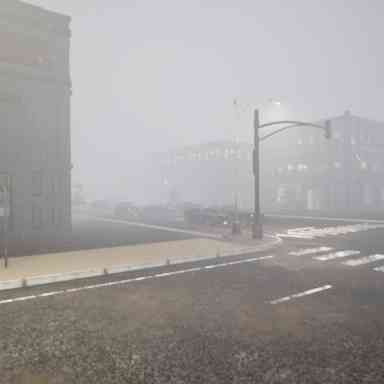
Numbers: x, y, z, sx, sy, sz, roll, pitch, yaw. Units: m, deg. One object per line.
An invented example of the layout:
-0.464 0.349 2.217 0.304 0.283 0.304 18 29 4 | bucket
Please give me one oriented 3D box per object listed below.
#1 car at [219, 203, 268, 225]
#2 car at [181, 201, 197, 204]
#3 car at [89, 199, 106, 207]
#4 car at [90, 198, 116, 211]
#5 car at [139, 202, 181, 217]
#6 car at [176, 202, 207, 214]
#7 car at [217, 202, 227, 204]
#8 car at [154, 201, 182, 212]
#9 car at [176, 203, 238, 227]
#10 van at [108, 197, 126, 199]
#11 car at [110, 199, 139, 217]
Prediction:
3.615 1.808 25.926 1.895 1.301 4.718 -1 0 -36 | car
-0.823 1.804 37.636 2.128 1.511 4.902 -1 0 -36 | car
-19.419 2.219 68.114 1.887 1.381 4.507 -1 0 -36 | car
-13.840 2.023 50.458 1.882 1.535 5.008 -1 0 -35 | car
-3.509 1.949 35.900 1.895 1.301 4.718 -1 0 -36 | car
-0.114 1.895 41.091 1.802 1.307 4.206 -2 0 -36 | car
3.103 1.801 36.587 2.008 1.369 4.403 -2 0 -36 | car
-3.330 1.957 45.594 1.802 1.307 4.206 -2 0 -36 | car
1.036 1.809 24.856 1.947 1.339 4.313 -2 0 -36 | car
-12.989 1.898 59.106 1.690 1.788 3.998 -1 0 -36 | van
-6.935 1.841 36.217 1.967 1.590 4.097 -2 0 -36 | car
